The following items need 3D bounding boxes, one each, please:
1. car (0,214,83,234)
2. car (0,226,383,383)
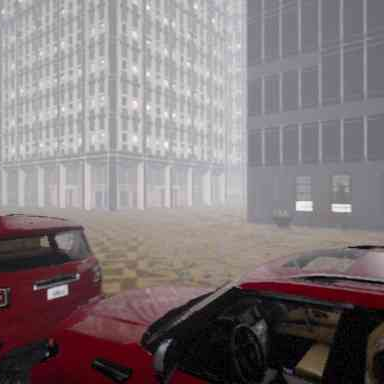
[{"bbox_3d":[-3.577,1.289,5.441,5.009,1.841,2.192,0,0,36],"label":"car"},{"bbox_3d":[1.052,1.314,2.135,5.009,1.841,2.192,0,0,36],"label":"car"}]
